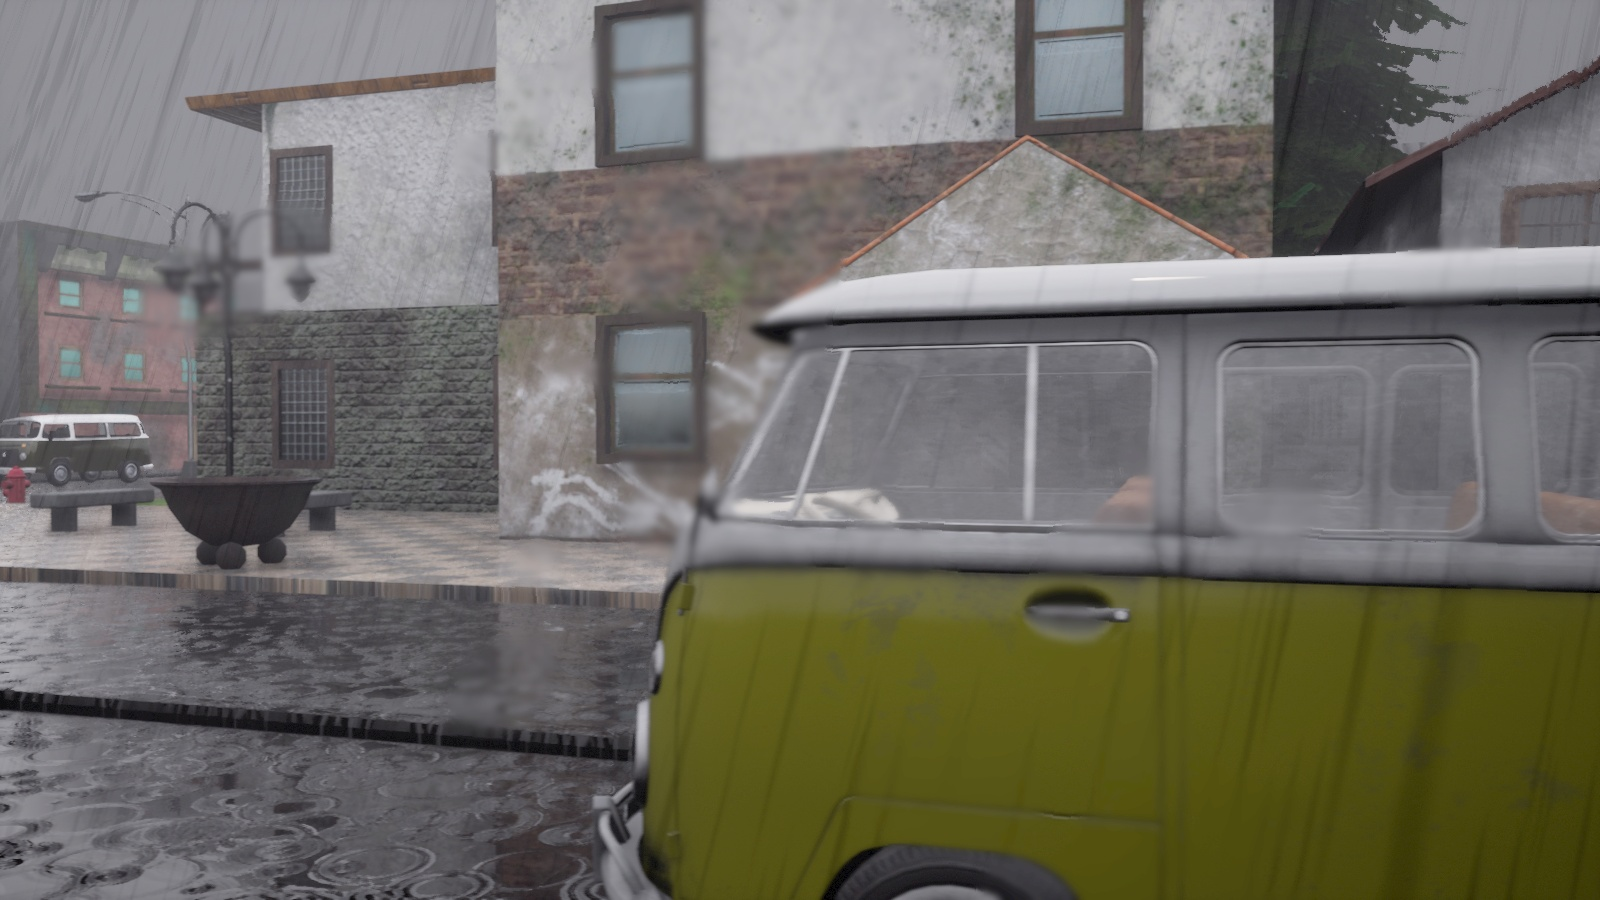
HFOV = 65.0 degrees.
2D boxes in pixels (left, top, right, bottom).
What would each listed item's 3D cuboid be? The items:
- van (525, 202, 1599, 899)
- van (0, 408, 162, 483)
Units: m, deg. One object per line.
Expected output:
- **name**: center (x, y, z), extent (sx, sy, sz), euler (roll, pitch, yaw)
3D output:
- **van**: center (1.750, 0.537, 3.102), extent (4.442, 1.987, 1.775), euler (1, 1, 17)
- **van**: center (-21.181, -0.188, 36.583), extent (2.069, 2.038, 4.480), euler (1, 1, 17)
